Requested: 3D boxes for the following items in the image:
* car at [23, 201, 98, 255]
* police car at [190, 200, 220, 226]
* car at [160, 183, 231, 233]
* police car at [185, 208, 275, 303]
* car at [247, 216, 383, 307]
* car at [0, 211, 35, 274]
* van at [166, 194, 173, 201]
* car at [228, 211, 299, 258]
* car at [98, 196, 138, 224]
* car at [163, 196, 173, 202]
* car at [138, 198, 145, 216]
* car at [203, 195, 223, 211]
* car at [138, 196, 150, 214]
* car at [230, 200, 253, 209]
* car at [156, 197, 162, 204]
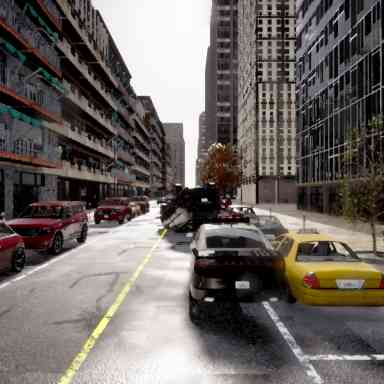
[{"bbox_3d":[-5.714,1.322,13.436,2.192,1.841,5.009,0,0,0],"label":"car"},{"bbox_3d":[0.845,1.441,24.426,1.930,1.638,5.238,0,0,0],"label":"police car"},{"bbox_3d":[-0.192,1.208,18.369,2.150,2.045,5.566,-2,-19,-19],"label":"car"},{"bbox_3d":[0.881,1.429,8.426,1.930,1.638,5.238,0,0,0],"label":"police car"},{"bbox_3d":[2.677,1.528,7.961,1.752,1.417,4.829,0,0,0],"label":"car"},{"bbox_3d":[-5.702,1.443,7.772,1.967,1.590,4.097,0,0,0],"label":"car"},{"bbox_3d":[-5.883,1.539,87.060,1.690,1.788,3.998,0,0,0],"label":"van"},{"bbox_3d":[2.664,1.573,13.455,1.947,1.339,4.313,0,0,0],"label":"car"},{"bbox_3d":[-5.740,1.331,24.762,2.192,1.841,5.009,0,0,0],"label":"car"},{"bbox_3d":[-5.870,1.739,81.394,1.947,1.339,4.313,0,0,0],"label":"car"},{"bbox_3d":[-5.754,1.549,30.256,1.752,1.417,4.829,0,0,0],"label":"car"},{"bbox_3d":[2.601,1.360,41.771,2.192,1.841,5.009,0,0,0],"label":"car"},{"bbox_3d":[-5.766,1.348,36.090,2.192,1.841,5.009,0,0,0],"label":"car"},{"bbox_3d":[2.652,1.451,19.118,1.967,1.590,4.097,0,0,0],"label":"car"},{"bbox_3d":[-5.832,1.678,64.405,1.947,1.339,4.313,0,0,0],"label":"car"}]
